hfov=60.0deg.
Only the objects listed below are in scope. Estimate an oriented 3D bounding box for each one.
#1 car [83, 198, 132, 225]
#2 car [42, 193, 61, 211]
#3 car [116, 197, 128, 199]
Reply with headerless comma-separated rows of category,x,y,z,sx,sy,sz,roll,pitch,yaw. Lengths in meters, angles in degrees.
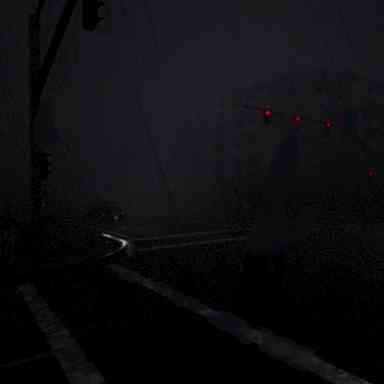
car,-6.358,1.431,23.930,2.128,1.511,4.902,-1,0,-34
car,-17.992,1.152,41.353,2.150,2.045,5.566,-1,0,-34
car,-10.529,1.401,49.299,2.033,1.411,5.357,-1,0,-31
